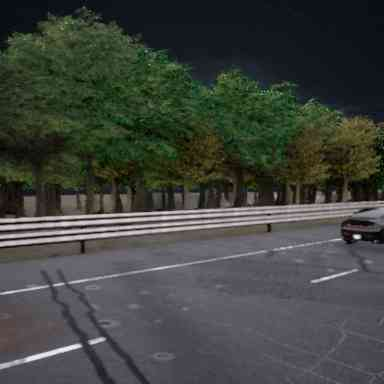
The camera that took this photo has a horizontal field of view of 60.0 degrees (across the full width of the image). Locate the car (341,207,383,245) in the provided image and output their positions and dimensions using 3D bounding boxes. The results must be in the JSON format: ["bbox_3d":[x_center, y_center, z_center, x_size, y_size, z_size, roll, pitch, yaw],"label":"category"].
[{"bbox_3d":[8.146,1.411,13.879,4.892,1.490,1.837,0,0,-36],"label":"car"}]
